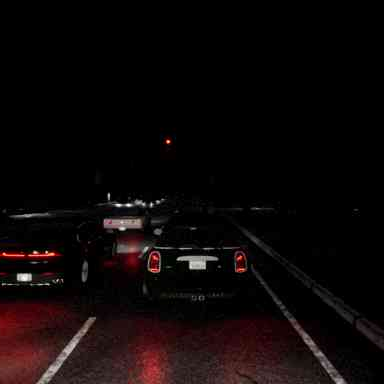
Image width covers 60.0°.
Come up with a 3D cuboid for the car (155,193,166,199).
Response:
[{"bbox_3d":[-7.204,0.871,76.550,2.033,1.411,5.357,0,1,-1],"label":"car"}]

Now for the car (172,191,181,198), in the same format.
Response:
[{"bbox_3d":[-4.046,0.693,85.626,1.837,1.490,4.892,0,1,-4],"label":"car"}]

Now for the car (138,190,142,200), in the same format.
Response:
[{"bbox_3d":[-10.601,0.710,63.352,2.150,2.045,5.566,0,1,0],"label":"car"}]

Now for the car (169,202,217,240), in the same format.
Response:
[{"bbox_3d":[0.083,1.388,17.315,2.128,1.511,4.902,0,0,1],"label":"car"}]

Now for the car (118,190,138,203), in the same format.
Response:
[{"bbox_3d":[-10.627,0.929,53.912,2.097,1.767,4.553,0,0,0],"label":"car"}]

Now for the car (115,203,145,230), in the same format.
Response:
[{"bbox_3d":[-3.412,1.487,18.496,1.895,1.301,4.718,0,0,0],"label":"car"}]

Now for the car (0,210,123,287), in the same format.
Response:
[{"bbox_3d":[-3.403,1.468,9.175,1.837,1.490,4.892,0,0,0],"label":"car"}]

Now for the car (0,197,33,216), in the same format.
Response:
[{"bbox_3d":[-16.862,1.354,29.455,4.181,1.385,1.994,0,0,10],"label":"car"}]

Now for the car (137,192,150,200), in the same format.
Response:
[{"bbox_3d":[-10.638,0.895,73.577,2.128,1.511,4.902,0,1,-1],"label":"car"}]

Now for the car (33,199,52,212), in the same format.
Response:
[{"bbox_3d":[-17.075,1.228,34.097,5.008,1.535,1.882,0,1,-7],"label":"car"}]

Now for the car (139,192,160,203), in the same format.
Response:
[{"bbox_3d":[-7.129,1.106,56.056,2.033,1.411,5.357,0,1,0],"label":"car"}]

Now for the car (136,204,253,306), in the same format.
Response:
[{"bbox_3d":[0.098,1.323,8.118,2.097,1.767,4.553,0,0,0],"label":"car"}]

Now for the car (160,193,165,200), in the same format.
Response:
[{"bbox_3d":[-7.088,1.006,66.123,2.033,1.411,5.357,0,1,1],"label":"car"}]

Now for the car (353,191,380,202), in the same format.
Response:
[{"bbox_3d":[21.927,0.923,39.732,5.566,2.045,2.150,0,1,-3],"label":"car"}]

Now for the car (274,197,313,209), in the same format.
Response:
[{"bbox_3d":[12.176,1.307,39.178,4.718,1.301,1.895,0,1,-3],"label":"car"}]

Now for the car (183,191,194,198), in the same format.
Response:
[{"bbox_3d":[-0.571,0.709,86.123,1.812,1.442,4.674,0,1,-4],"label":"car"}]
